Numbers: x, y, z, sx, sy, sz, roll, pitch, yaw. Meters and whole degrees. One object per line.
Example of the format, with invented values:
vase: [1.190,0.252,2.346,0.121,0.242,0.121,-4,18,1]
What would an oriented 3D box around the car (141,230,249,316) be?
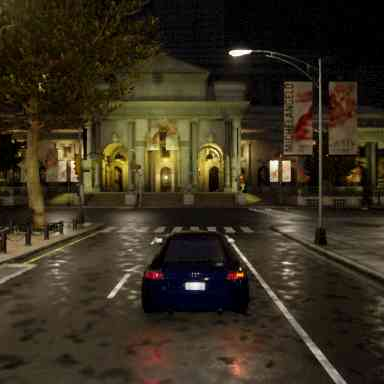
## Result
car: [0.070,1.564,7.639,1.994,1.385,4.181,0,0,0]
